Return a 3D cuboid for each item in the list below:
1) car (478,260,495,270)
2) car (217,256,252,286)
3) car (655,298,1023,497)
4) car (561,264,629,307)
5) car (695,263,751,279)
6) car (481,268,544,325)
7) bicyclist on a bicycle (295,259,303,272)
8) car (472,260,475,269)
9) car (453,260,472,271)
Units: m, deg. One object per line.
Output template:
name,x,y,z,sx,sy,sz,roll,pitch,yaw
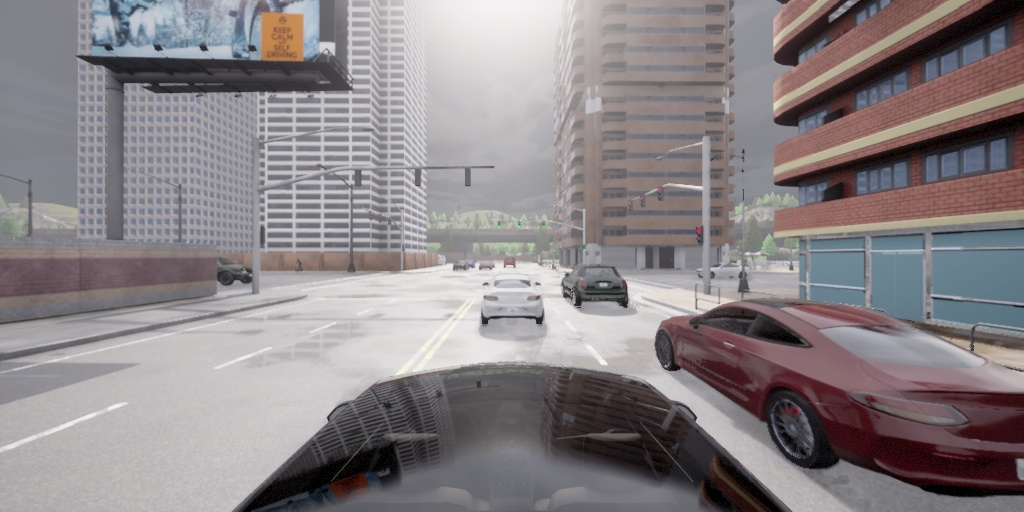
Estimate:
car,-4.010,1.405,54.941,1.812,1.442,4.674,0,0,-1
car,-21.471,1.032,25.705,5.566,2.045,2.150,0,0,0
car,3.572,1.283,4.740,1.812,1.442,4.674,0,0,0
car,3.479,1.136,15.803,2.097,1.767,4.553,0,0,0
car,19.389,1.350,32.992,4.674,1.442,1.812,0,0,0
car,-0.007,1.300,11.878,1.812,1.442,4.674,0,0,-1
bicyclist on a bicycle,-25.973,1.155,43.678,0.582,1.620,1.656,0,0,0
car,-7.547,1.377,62.920,1.882,1.535,5.008,0,0,0
car,-7.496,1.353,52.899,1.882,1.535,5.008,0,0,0
